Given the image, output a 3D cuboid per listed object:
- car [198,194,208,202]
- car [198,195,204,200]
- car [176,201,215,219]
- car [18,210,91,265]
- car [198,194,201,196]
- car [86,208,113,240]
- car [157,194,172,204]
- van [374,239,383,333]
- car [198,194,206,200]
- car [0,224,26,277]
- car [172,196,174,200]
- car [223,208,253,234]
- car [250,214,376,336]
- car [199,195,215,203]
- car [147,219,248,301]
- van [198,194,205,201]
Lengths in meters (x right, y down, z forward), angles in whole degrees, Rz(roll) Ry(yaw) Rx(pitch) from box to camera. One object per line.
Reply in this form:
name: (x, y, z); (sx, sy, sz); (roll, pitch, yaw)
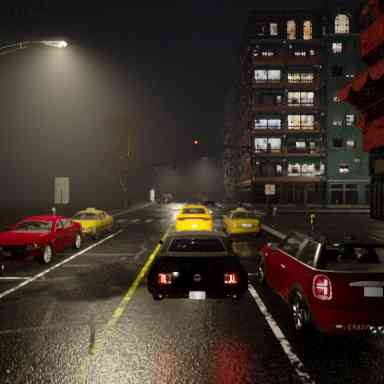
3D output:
car: (2.585, 1.337, 78.567); (2.192, 1.841, 5.009); (1, 0, 0)
car: (2.585, 1.553, 95.720); (1.752, 1.417, 4.829); (1, 0, 0)
car: (0.104, 1.482, 18.417); (1.882, 1.535, 5.008); (0, 0, 0)
car: (-5.305, 1.547, 11.785); (1.887, 1.381, 4.507); (1, 0, 0)
car: (2.582, 1.586, 72.905); (1.947, 1.339, 4.313); (1, 0, 0)
car: (-5.304, 1.529, 17.151); (1.752, 1.417, 4.829); (1, 0, 0)
car: (-5.298, 1.456, 61.107); (1.967, 1.590, 4.097); (1, 0, 0)
van: (2.576, 1.341, 1.112); (1.690, 1.788, 3.998); (1, 0, 0)
car: (2.580, 1.598, 61.583); (1.802, 1.307, 4.206); (1, 0, 0)
car: (-5.306, 1.552, 6.248); (2.008, 1.369, 4.403); (1, 0, 0)
car: (-5.296, 1.333, 66.762); (2.192, 1.841, 5.009); (1, 0, 0)
car: (2.576, 1.529, 17.917); (1.752, 1.417, 4.829); (1, 0, 0)
car: (2.576, 1.441, 6.657); (1.967, 1.590, 4.097); (1, 0, 0)
car: (2.579, 1.564, 50.261); (2.008, 1.369, 4.403); (1, 0, 0)
car: (0.102, 1.603, 8.300); (1.895, 1.301, 4.718); (0, 0, 0)
van: (2.586, 1.367, 89.889); (1.690, 1.788, 3.998); (1, 0, 0)
